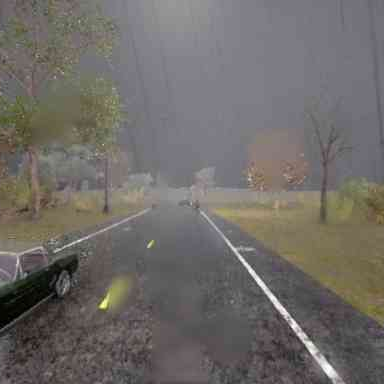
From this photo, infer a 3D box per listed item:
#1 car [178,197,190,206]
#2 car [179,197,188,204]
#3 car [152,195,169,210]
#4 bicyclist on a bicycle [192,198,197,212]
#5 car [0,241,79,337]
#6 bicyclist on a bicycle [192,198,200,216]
[{"bbox_3d":[-1.296,1.753,60.261,1.837,1.490,4.892,0,0,-2],"label":"car"},{"bbox_3d":[-1.997,1.807,75.807,1.837,1.490,4.892,0,0,-2],"label":"car"},{"bbox_3d":[-4.415,1.418,47.112,2.150,2.045,5.566,0,0,-2],"label":"car"},{"bbox_3d":[0.310,1.625,41.645,0.582,1.620,1.656,0,-1,-2],"label":"bicyclist on a bicycle"},{"bbox_3d":[-3.622,1.627,5.742,1.895,1.301,4.718,0,0,0],"label":"car"},{"bbox_3d":[0.555,1.588,32.631,0.582,1.620,1.656,0,-1,-1],"label":"bicyclist on a bicycle"}]
